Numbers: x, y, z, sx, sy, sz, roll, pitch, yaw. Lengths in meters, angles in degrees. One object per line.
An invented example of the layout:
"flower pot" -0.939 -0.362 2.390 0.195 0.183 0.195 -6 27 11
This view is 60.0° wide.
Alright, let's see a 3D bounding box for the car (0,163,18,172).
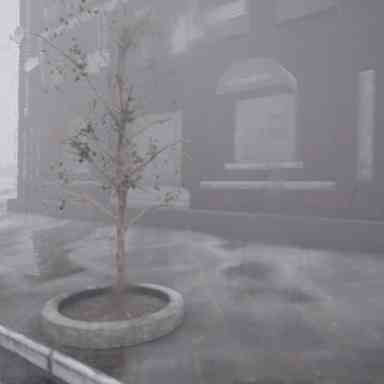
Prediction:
"car" -25.036 -3.368 48.164 4.892 1.521 2.231 1 1 27
